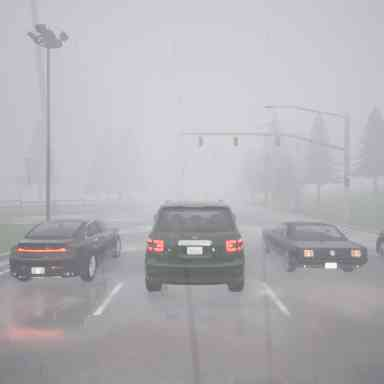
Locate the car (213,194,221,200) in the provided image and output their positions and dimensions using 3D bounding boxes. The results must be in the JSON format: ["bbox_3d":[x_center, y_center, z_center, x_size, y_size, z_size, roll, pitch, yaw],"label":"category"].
[{"bbox_3d":[7.073,1.384,93.441,1.994,1.385,4.181,0,0,0],"label":"car"}]

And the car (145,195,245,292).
[{"bbox_3d":[0.077,1.221,9.089,2.150,2.045,5.566,0,0,0],"label":"car"}]

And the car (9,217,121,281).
[{"bbox_3d":[-3.419,1.505,9.839,1.837,1.490,4.892,0,0,0],"label":"car"}]

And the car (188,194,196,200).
[{"bbox_3d":[0.073,1.357,93.447,2.128,1.511,4.902,0,0,0],"label":"car"}]

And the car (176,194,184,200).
[{"bbox_3d":[-3.427,1.372,93.449,2.033,1.411,5.357,0,0,0],"label":"car"}]

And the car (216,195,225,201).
[{"bbox_3d":[7.066,1.543,83.405,1.994,1.385,4.181,0,0,0],"label":"car"}]

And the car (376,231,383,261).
[{"bbox_3d":[7.078,1.491,9.205,2.128,1.511,4.902,0,0,0],"label":"car"}]

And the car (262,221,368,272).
[{"bbox_3d":[3.587,1.601,10.753,1.895,1.301,4.718,0,0,0],"label":"car"}]

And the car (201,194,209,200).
[{"bbox_3d":[3.573,1.310,93.444,1.882,1.535,5.008,0,0,0],"label":"car"}]
